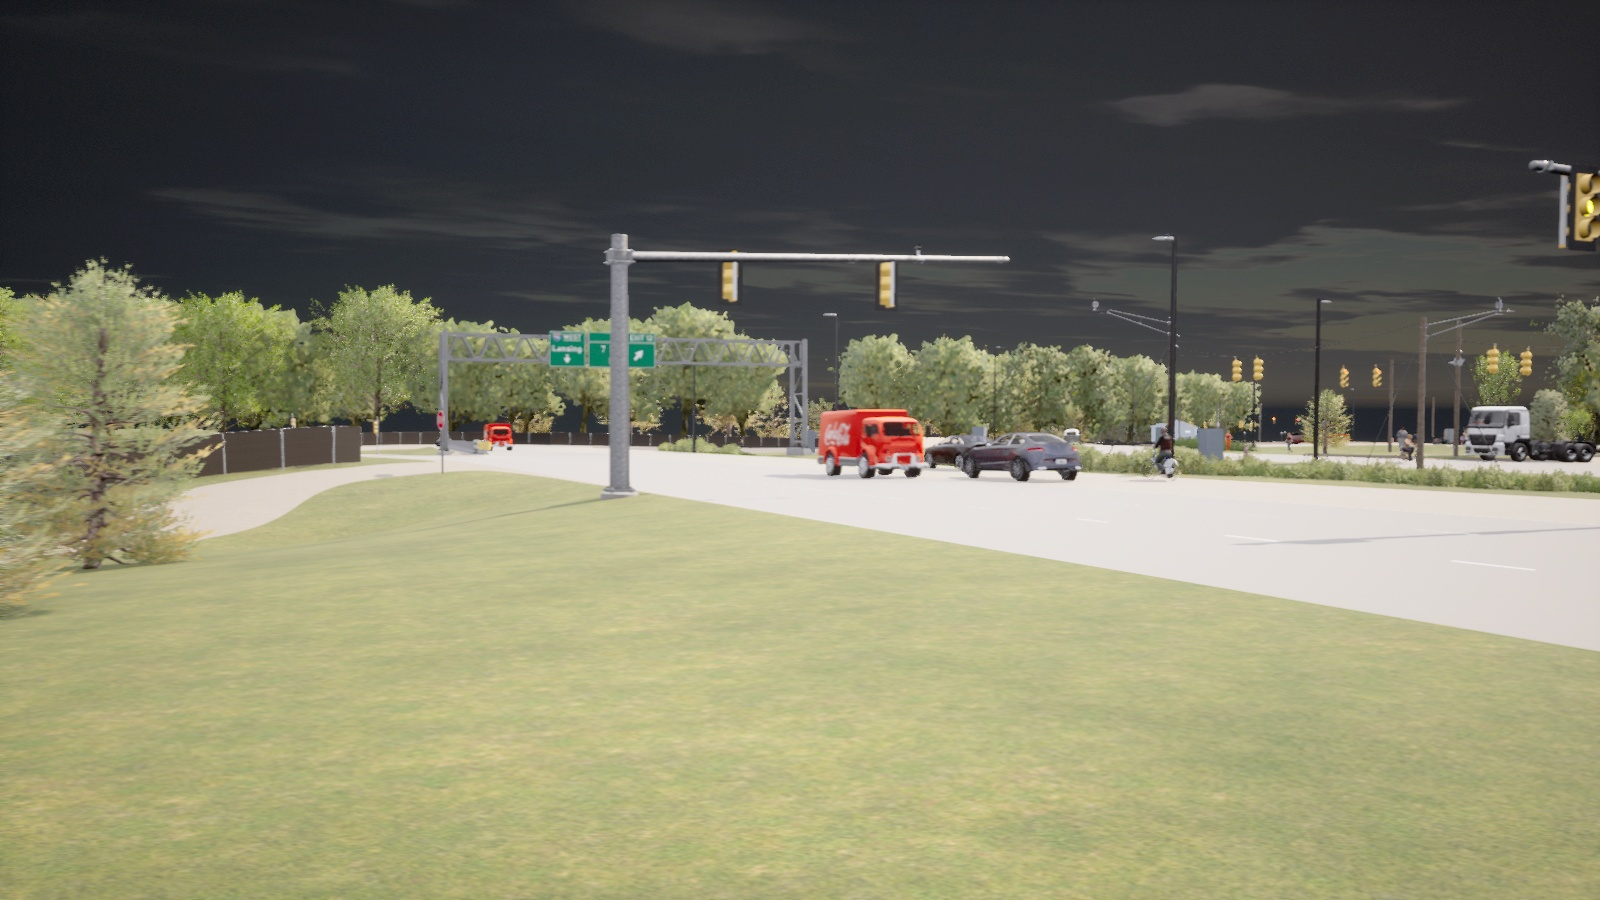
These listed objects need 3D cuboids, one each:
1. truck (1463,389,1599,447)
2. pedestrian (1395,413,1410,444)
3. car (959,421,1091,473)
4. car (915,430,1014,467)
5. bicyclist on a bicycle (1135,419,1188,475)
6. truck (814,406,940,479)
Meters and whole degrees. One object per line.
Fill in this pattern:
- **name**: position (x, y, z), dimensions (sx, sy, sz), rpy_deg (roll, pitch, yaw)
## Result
- **truck**: position (45.402, -1.978, 77.686), dimensions (7.936, 3.462, 2.891), rpy_deg (-1, 2, -16)
- **pedestrian**: position (38.721, -1.400, 80.713), dimensions (0.659, 1.952, 0.873), rpy_deg (-1, 2, 11)
- **car**: position (7.641, -0.110, 43.233), dimensions (2.152, 1.651, 5.027), rpy_deg (-2, 1, -21)
- **car**: position (7.072, -0.080, 54.403), dimensions (2.128, 1.511, 4.902), rpy_deg (-2, 1, -21)
- **bicyclist on a bicycle**: position (11.986, -0.106, 41.709), dimensions (0.659, 1.776, 1.843), rpy_deg (-2, 1, -21)
- **truck**: position (2.750, -0.293, 46.153), dimensions (2.627, 2.467, 5.204), rpy_deg (-2, 1, -21)
